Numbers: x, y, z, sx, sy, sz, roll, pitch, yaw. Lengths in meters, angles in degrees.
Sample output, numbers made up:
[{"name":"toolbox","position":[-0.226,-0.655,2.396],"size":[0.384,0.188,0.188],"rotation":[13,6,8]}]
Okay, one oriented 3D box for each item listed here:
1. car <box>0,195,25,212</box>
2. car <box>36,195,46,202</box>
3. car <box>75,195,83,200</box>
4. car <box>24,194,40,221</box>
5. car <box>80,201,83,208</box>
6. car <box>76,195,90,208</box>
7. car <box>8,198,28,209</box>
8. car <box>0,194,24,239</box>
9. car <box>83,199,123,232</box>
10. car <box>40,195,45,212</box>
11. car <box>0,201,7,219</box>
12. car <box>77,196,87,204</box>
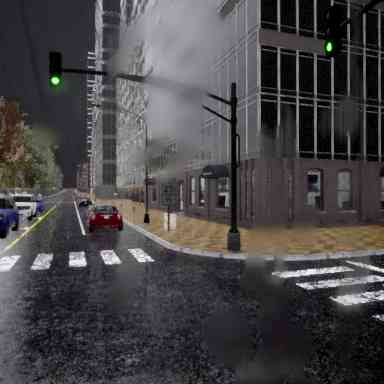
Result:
[{"name":"car","position":[-20.987,1.285,38.703],"size":[2.192,1.841,5.009],"rotation":[0,0,-20]},{"name":"car","position":[-34.520,1.477,76.113],"size":[1.802,1.307,4.206],"rotation":[0,0,-20]},{"name":"car","position":[-30.499,1.450,89.637],"size":[1.802,1.307,4.206],"rotation":[0,0,-20]},{"name":"car","position":[-14.105,1.202,27.288],"size":[2.150,2.045,5.566],"rotation":[0,0,-20]},{"name":"car","position":[-7.309,1.553,25.523],"size":[1.947,1.339,4.313],"rotation":[0,0,-20]},{"name":"car","position":[-15.038,1.537,46.893],"size":[1.947,1.339,4.313],"rotation":[0,0,-20]},{"name":"car","position":[-22.921,1.546,44.046],"size":[1.802,1.307,4.206],"rotation":[0,0,-20]},{"name":"car","position":[-10.504,1.208,17.329],"size":[2.150,2.045,5.566],"rotation":[0,0,-20]},{"name":"car","position":[-5.376,1.430,20.182],"size":[1.967,1.590,4.097],"rotation":[0,0,-20]},{"name":"car","position":[-17.728,1.452,37.334],"size":[1.882,1.535,5.008],"rotation":[0,0,-20]},{"name":"car","position":[-17.122,1.529,28.014],"size":[2.008,1.369,4.403],"rotation":[0,0,-20]},{"name":"car","position":[-20.894,1.468,63.083],"size":[1.752,1.417,4.829],"rotation":[0,0,-20]}]
